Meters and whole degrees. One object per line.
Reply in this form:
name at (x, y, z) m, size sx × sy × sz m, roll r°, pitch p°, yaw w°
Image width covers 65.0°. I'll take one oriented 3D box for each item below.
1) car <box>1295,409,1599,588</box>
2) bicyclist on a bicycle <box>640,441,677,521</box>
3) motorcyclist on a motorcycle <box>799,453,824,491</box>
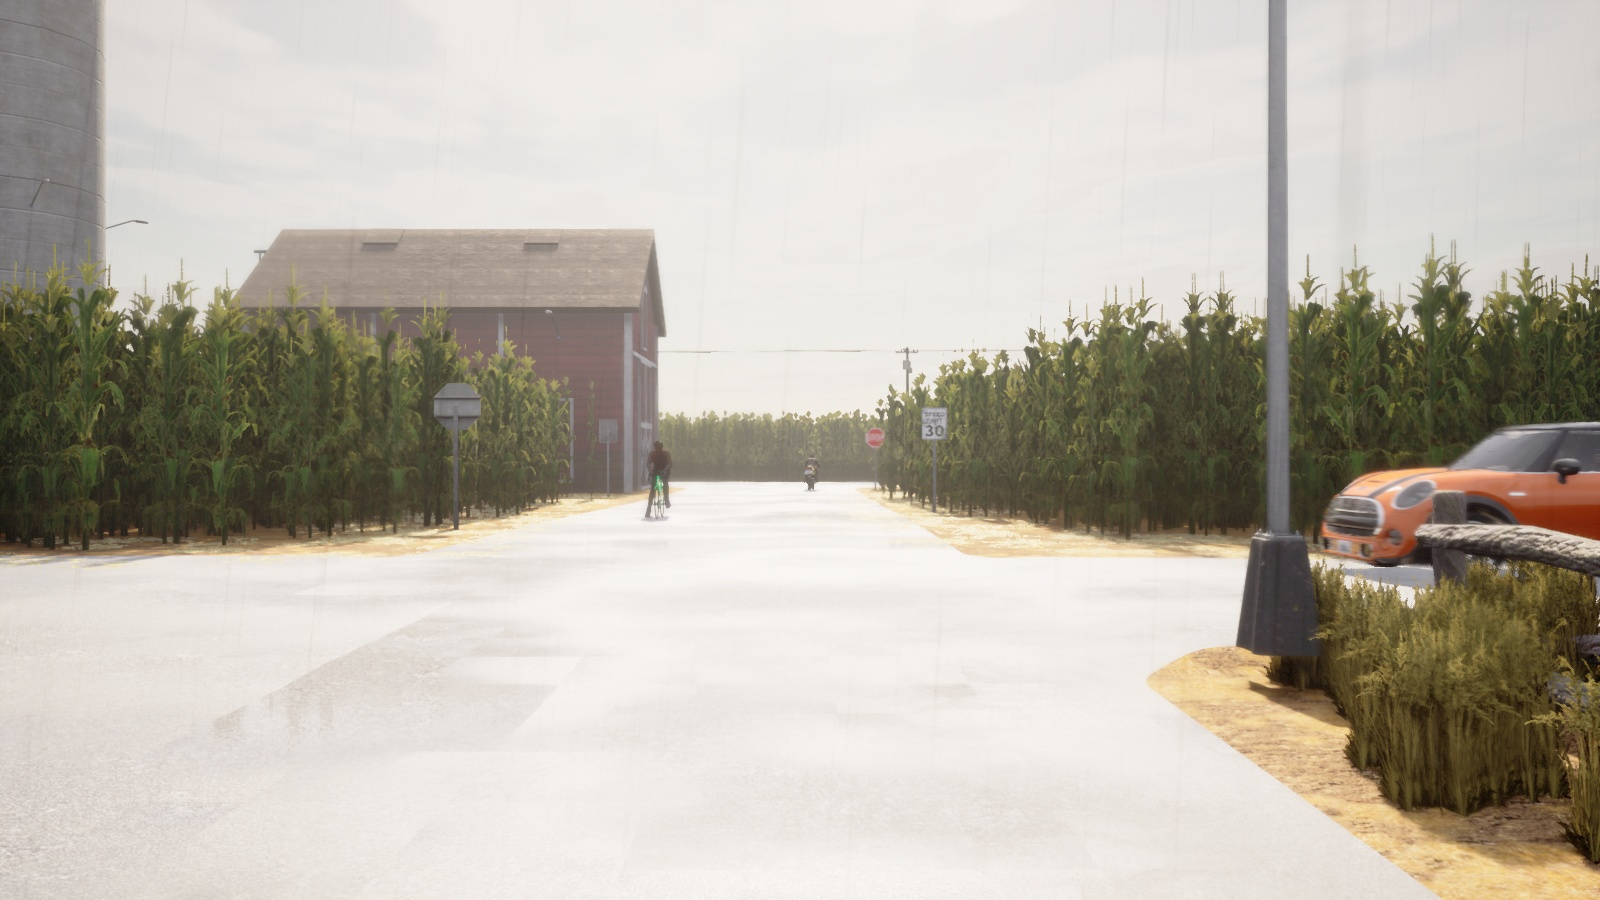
car at (8.061, 0.498, 13.623) m, size 4.553 × 1.767 × 2.097 m, roll 1°, pitch 0°, yaw 1°
bicyclist on a bicycle at (-2.945, 0.627, 26.313) m, size 0.582 × 1.620 × 1.656 m, roll 0°, pitch 0°, yaw 0°
motorcyclist on a motorcycle at (0.496, 0.902, 52.023) m, size 0.797 × 1.523 × 2.044 m, roll 0°, pitch 0°, yaw 7°
